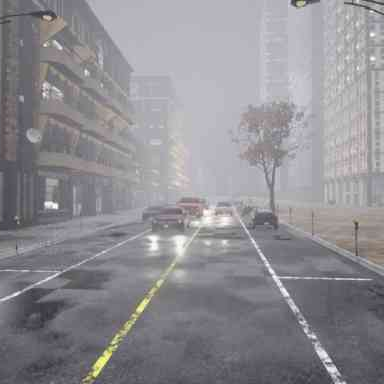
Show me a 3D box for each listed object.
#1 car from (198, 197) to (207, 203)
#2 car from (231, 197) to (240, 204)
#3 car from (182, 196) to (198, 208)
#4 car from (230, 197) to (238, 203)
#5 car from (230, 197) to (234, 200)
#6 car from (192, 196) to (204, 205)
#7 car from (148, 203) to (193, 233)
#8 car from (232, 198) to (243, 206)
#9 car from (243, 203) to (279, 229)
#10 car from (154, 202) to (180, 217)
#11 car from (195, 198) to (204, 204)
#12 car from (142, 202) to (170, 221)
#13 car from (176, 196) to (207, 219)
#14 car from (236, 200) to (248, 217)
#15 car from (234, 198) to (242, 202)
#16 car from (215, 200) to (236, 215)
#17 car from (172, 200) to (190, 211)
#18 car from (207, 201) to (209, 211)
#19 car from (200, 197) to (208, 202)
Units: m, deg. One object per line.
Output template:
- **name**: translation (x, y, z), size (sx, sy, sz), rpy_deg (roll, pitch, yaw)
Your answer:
- **car**: translation (2.885, 2.187, 89.836), size (1.947, 1.339, 4.313), rpy_deg (1, 0, 6)
- **car**: translation (10.152, 1.988, 77.939), size (1.967, 1.590, 4.097), rpy_deg (1, 0, 6)
- **car**: translation (-0.338, 1.694, 56.578), size (2.192, 1.841, 5.009), rpy_deg (1, 0, 6)
- **car**: translation (11.228, 2.070, 89.027), size (1.967, 1.590, 4.097), rpy_deg (1, 0, 6)
- **car**: translation (4.501, 1.795, 46.732), size (1.882, 1.535, 5.008), rpy_deg (0, 0, 6)
- **car**: translation (1.275, 1.815, 73.207), size (2.192, 1.841, 5.009), rpy_deg (1, 0, 6)
- **car**: translation (-1.220, 1.656, 20.787), size (1.812, 1.442, 4.674), rpy_deg (0, 0, 5)
- **car**: translation (9.075, 2.018, 66.851), size (2.008, 1.369, 4.403), rpy_deg (1, 0, 6)
- **car**: translation (4.770, 1.702, 22.504), size (2.008, 1.369, 4.403), rpy_deg (1, 0, 6)
- **car**: translation (-2.495, 1.772, 34.402), size (2.008, 1.369, 4.403), rpy_deg (1, 0, 6)
- **car**: translation (1.809, 2.085, 78.749), size (1.887, 1.381, 4.507), rpy_deg (1, 0, 6)
- **car**: translation (-3.033, 1.748, 28.859), size (1.947, 1.339, 4.313), rpy_deg (1, 0, 6)
- **car**: translation (-0.130, 1.424, 31.711), size (2.150, 2.045, 5.566), rpy_deg (0, 0, 7)
- **car**: translation (5.846, 1.780, 33.591), size (2.008, 1.369, 4.403), rpy_deg (1, 0, 6)
- **car**: translation (6.939, 1.834, 44.848), size (1.752, 1.417, 4.829), rpy_deg (1, 0, 6)
- **car**: translation (3.514, 1.846, 36.453), size (1.895, 1.301, 4.718), rpy_deg (0, 0, 6)
- **car**: translation (-1.419, 1.865, 45.489), size (1.947, 1.339, 4.313), rpy_deg (1, 0, 6)
- **car**: translation (1.297, 1.664, 46.760), size (2.097, 1.767, 4.553), rpy_deg (0, 0, 6)
- **car**: translation (3.423, 2.213, 95.380), size (2.008, 1.369, 4.403), rpy_deg (1, 0, 6)
